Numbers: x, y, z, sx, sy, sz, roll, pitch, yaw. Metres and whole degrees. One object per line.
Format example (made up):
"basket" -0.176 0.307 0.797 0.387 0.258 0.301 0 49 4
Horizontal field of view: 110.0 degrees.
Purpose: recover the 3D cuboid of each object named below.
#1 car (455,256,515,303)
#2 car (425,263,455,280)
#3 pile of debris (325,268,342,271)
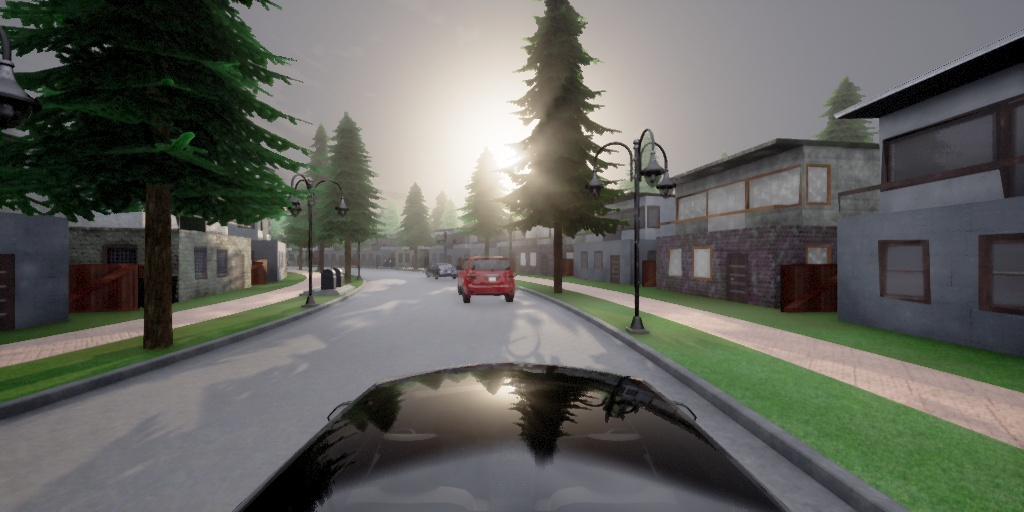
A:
"car" -1.322 1.008 16.794 2.150 2.045 5.566 0 0 -12
"car" -6.178 1.313 31.358 2.033 1.411 5.357 0 0 -25
"pile of debris" -27.948 1.924 56.865 1.860 0.140 1.500 0 0 34
